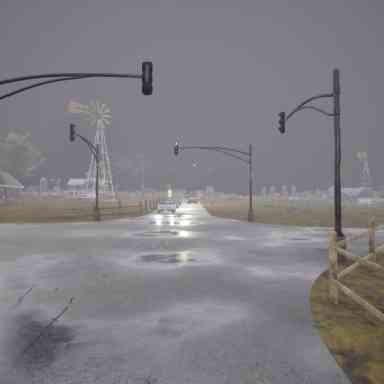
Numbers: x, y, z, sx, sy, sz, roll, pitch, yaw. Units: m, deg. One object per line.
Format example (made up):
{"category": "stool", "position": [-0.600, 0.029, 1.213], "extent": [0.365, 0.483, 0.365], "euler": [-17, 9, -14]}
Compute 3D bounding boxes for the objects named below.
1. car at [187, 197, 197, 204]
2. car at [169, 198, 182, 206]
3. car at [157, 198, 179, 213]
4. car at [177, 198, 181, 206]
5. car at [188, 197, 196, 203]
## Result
{"category": "car", "position": [0.055, 1.789, 69.151], "extent": [1.812, 1.442, 4.674], "euler": [0, 0, 0]}
{"category": "car", "position": [-2.844, 1.746, 59.146], "extent": [2.033, 1.411, 5.357], "euler": [0, 0, 0]}
{"category": "car", "position": [-2.866, 1.691, 38.199], "extent": [1.895, 1.301, 4.718], "euler": [0, 0, 0]}
{"category": "car", "position": [-2.861, 1.644, 48.582], "extent": [1.837, 1.490, 4.892], "euler": [0, 0, 0]}
{"category": "car", "position": [-0.043, 1.861, 79.163], "extent": [1.812, 1.442, 4.674], "euler": [0, 0, 0]}
